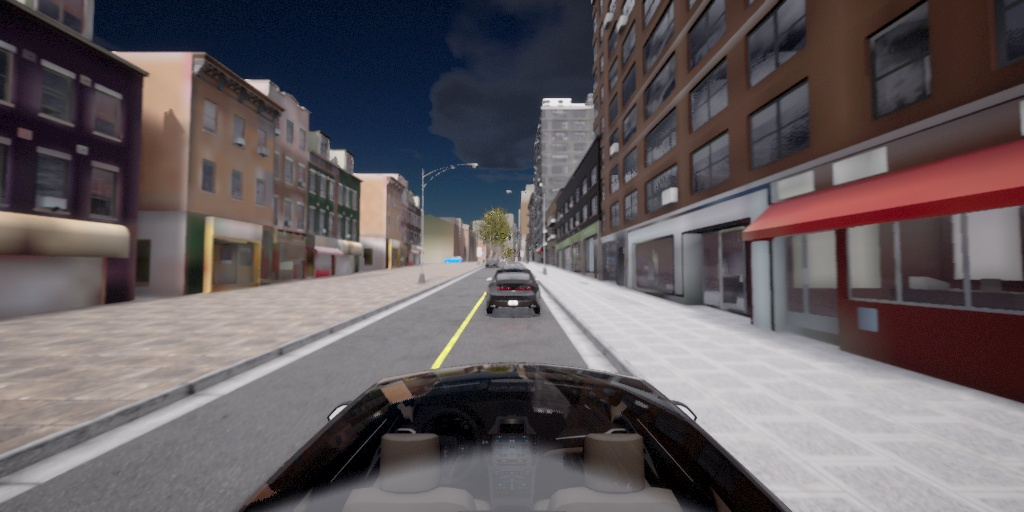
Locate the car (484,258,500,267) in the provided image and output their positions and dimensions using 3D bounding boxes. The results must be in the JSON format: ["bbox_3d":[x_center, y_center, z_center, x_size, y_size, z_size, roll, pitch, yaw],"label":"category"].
[{"bbox_3d":[-2.818,0.970,51.088,1.837,1.490,4.892,0,0,0],"label":"car"}]

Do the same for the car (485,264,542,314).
[{"bbox_3d":[0.065,1.220,13.552,1.837,1.490,4.892,0,0,1],"label":"car"}]

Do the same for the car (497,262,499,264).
[{"bbox_3d":[0.064,1.237,27.617,1.895,1.301,4.718,0,0,0],"label":"car"}]
